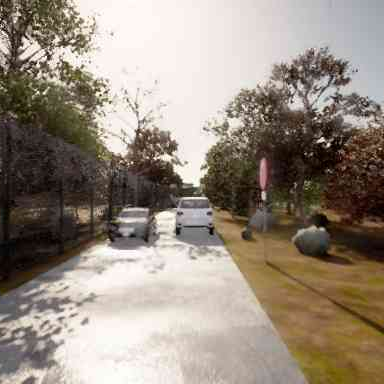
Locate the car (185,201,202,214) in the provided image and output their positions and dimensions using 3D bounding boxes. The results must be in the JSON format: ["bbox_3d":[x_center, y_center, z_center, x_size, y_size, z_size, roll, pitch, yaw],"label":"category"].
[{"bbox_3d":[0.208,1.914,42.347,2.033,1.411,5.357,0,-1,0],"label":"car"}]

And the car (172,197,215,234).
[{"bbox_3d":[0.153,1.330,20.138,2.150,2.045,5.566,0,-1,0],"label":"car"}]

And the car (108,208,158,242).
[{"bbox_3d":[-2.836,1.572,16.759,2.128,1.511,4.902,0,-1,0],"label":"car"}]
